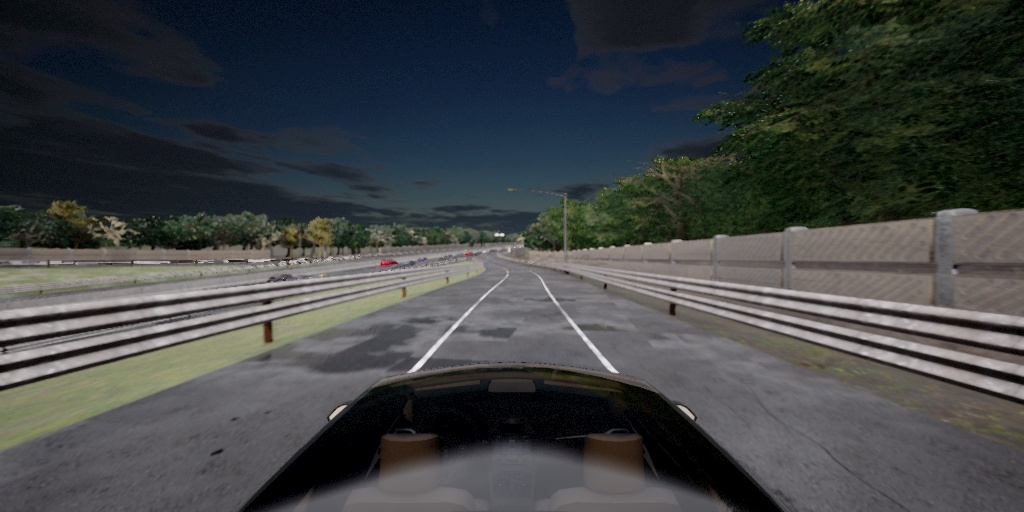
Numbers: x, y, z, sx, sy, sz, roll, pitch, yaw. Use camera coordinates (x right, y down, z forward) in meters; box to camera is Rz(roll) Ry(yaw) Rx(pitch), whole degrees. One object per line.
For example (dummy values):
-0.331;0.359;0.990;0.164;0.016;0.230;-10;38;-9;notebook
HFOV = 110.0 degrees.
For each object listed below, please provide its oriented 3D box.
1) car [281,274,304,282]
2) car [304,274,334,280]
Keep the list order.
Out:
-32.332;3.601;55.620;2.033;1.411;5.357;0;3;10;car
-28.884;3.560;55.016;1.882;1.535;5.008;0;3;10;car
